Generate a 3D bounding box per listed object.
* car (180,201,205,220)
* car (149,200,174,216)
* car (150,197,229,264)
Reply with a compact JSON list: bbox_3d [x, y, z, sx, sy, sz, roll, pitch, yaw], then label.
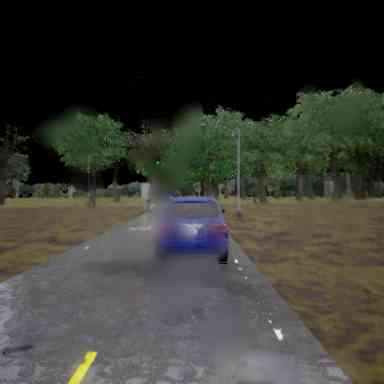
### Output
[{"bbox_3d":[0.049,1.473,27.327,1.895,1.301,4.718,0,0,1],"label":"car"},{"bbox_3d":[-2.780,1.458,31.392,1.895,1.301,4.718,0,0,1],"label":"car"},{"bbox_3d":[0.036,1.162,11.768,2.150,2.045,5.566,0,1,1],"label":"car"}]
